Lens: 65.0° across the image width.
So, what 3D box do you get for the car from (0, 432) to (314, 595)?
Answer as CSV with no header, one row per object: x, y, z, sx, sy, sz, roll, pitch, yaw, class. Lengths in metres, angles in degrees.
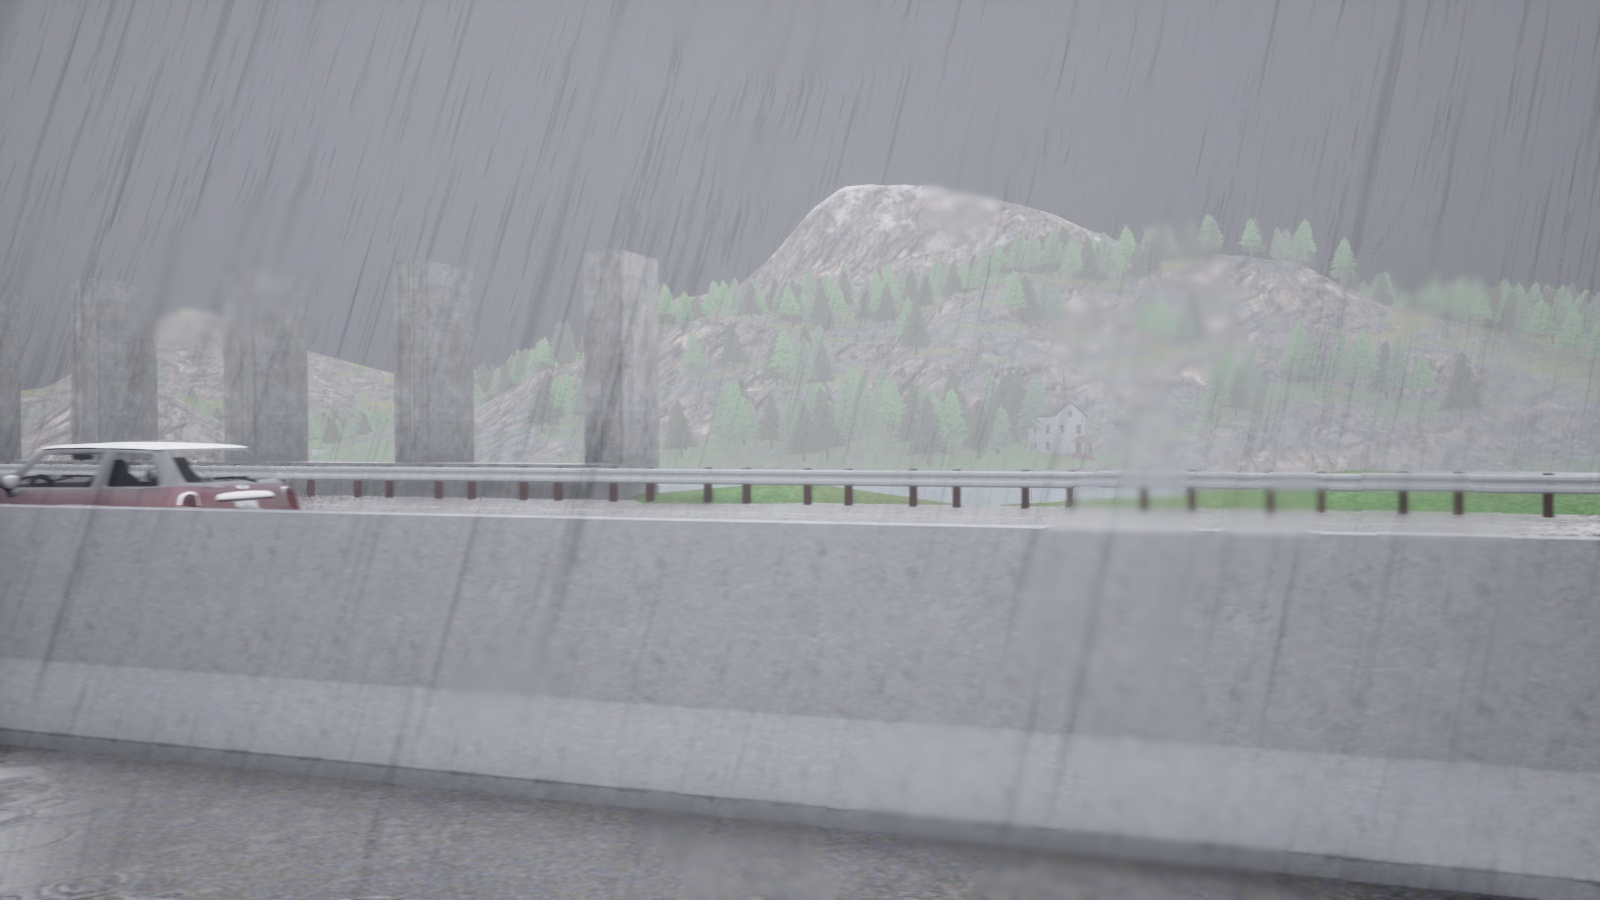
-7.288,0.555,13.027,3.806,1.475,1.970,1,1,19,car
